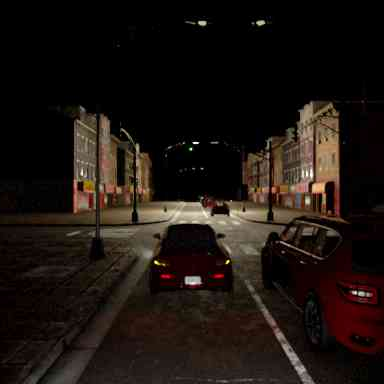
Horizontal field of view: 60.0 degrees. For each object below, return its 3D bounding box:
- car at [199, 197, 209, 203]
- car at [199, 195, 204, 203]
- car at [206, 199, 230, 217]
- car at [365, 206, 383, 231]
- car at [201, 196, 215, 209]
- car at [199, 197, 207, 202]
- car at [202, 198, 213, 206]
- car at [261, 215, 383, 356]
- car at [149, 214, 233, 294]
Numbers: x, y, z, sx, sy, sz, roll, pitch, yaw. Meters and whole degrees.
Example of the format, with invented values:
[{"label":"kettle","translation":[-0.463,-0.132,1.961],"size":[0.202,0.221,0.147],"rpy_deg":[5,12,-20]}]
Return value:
[{"label":"car","translation":[2.718,1.857,75.992],"size":[2.008,1.369,4.403],"rpy_deg":[0,0,0]},{"label":"car","translation":[2.700,1.505,54.244],"size":[2.192,1.841,5.009],"rpy_deg":[1,0,0]},{"label":"car","translation":[2.678,1.642,32.494],"size":[1.887,1.381,4.507],"rpy_deg":[1,0,0]},{"label":"car","translation":[13.562,1.621,20.645],"size":[4.674,1.442,1.812],"rpy_deg":[0,-1,0]},{"label":"car","translation":[2.693,1.710,48.806],"size":[1.887,1.381,4.507],"rpy_deg":[1,0,0]},{"label":"car","translation":[2.728,1.937,86.867],"size":[1.947,1.339,4.313],"rpy_deg":[0,0,0]},{"label":"car","translation":[2.702,1.799,59.680],"size":[1.802,1.307,4.206],"rpy_deg":[0,0,0]},{"label":"car","translation":[2.656,1.329,6.064],"size":[2.192,1.841,5.009],"rpy_deg":[1,0,0]},{"label":"car","translation":[-0.060,1.546,8.732],"size":[1.812,1.442,4.674],"rpy_deg":[0,0,-2]}]
